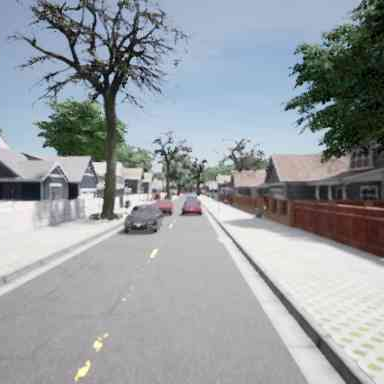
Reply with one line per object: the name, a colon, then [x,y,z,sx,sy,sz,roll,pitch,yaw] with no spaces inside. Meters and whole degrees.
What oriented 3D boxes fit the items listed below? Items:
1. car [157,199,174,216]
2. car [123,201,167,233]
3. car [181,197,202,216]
car: [-2.777,1.445,32.814,1.882,1.535,5.008,0,0,0]
car: [-2.766,1.503,19.611,1.837,1.490,4.892,0,0,0]
car: [0.008,1.531,32.755,1.994,1.385,4.181,0,0,1]
